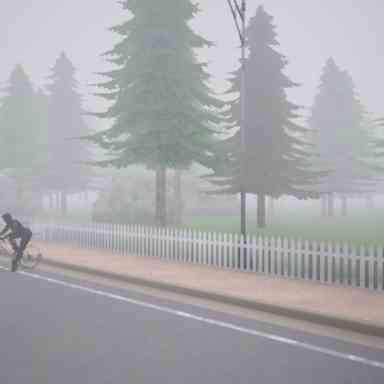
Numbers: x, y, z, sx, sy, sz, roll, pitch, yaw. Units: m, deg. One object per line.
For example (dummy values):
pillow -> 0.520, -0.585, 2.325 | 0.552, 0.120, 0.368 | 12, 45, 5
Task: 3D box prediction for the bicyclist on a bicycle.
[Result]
bicyclist on a bicycle -> -4.926, 1.400, 9.135 | 0.582, 1.620, 1.656 | 0, 0, 34
